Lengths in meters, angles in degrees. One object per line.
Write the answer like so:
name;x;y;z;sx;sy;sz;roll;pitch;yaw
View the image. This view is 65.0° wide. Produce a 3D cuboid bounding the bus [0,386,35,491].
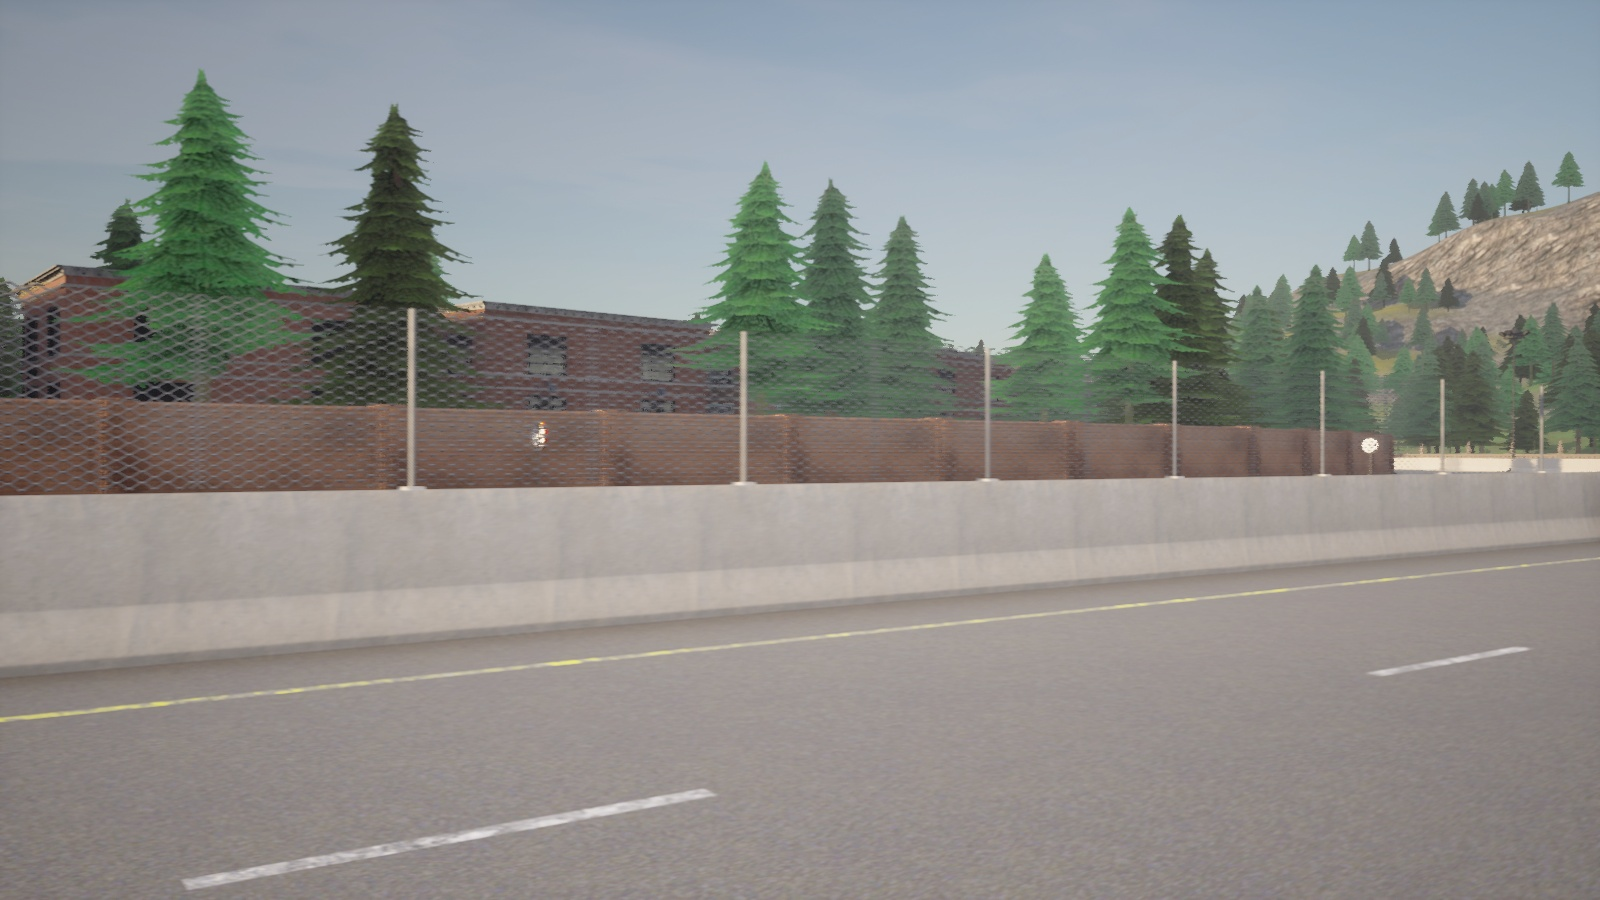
bus;-36.972;-0.468;50.576;10.273;4.253;3.944;0;0;-35
